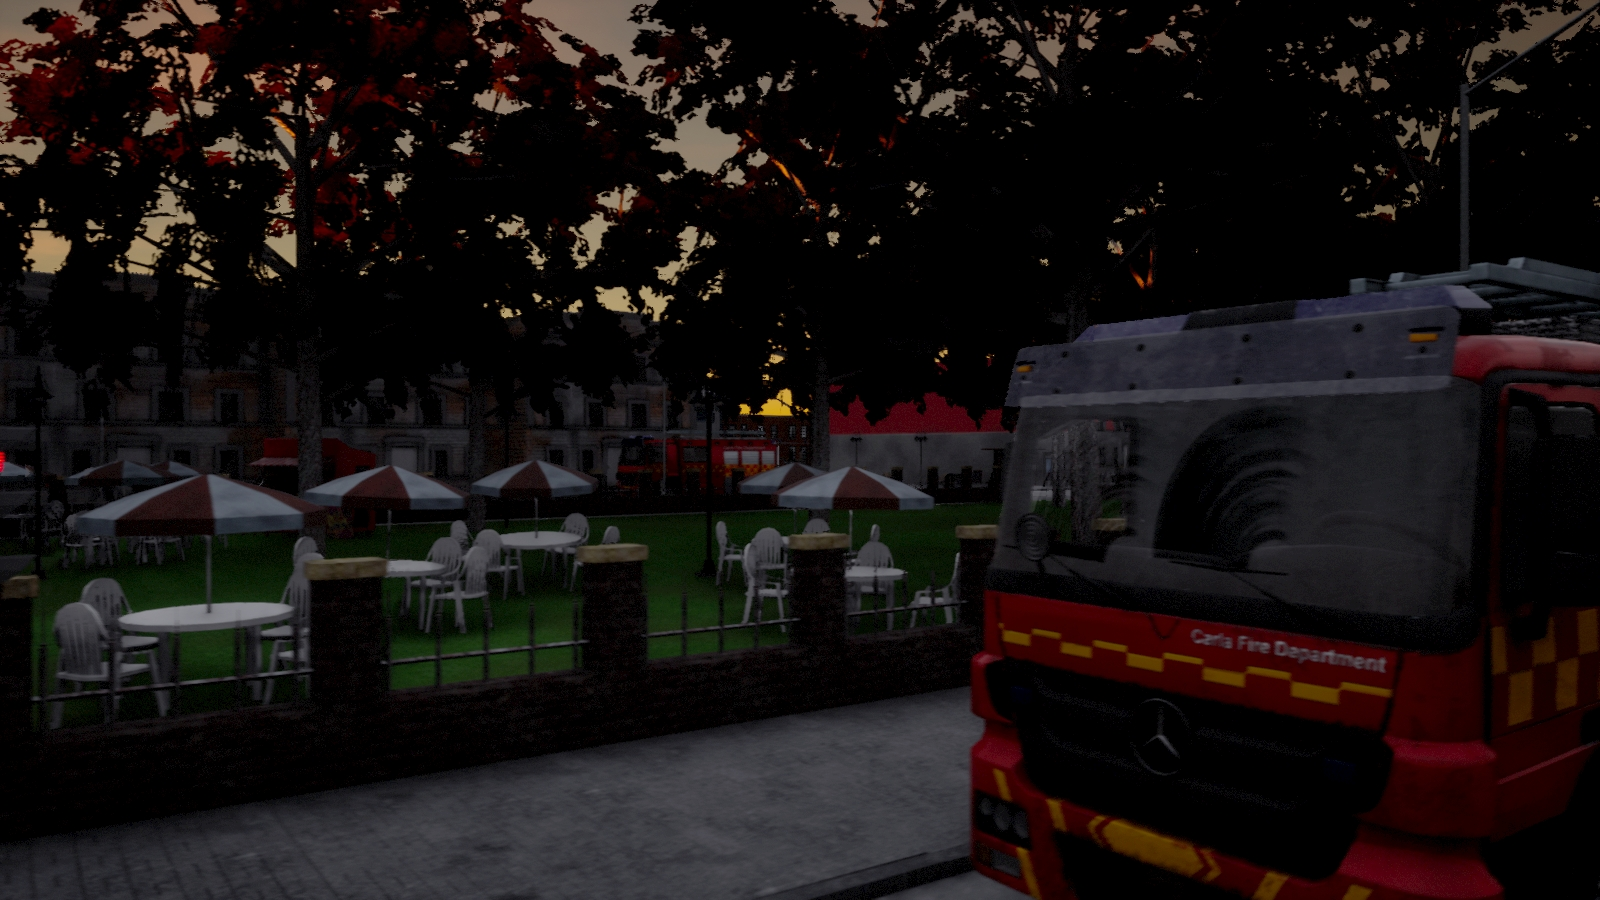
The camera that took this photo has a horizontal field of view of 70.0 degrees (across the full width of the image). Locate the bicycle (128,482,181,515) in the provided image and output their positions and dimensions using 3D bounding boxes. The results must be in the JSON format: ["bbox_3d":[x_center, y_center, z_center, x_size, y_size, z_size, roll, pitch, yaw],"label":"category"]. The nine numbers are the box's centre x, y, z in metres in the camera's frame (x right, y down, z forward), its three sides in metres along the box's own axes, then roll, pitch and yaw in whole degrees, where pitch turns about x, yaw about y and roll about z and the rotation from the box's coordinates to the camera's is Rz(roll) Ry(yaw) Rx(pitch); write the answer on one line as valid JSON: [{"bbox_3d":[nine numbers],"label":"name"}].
[{"bbox_3d":[-26.091,1.941,46.193,1.835,1.271,0.329,0,0,-35],"label":"bicycle"}]

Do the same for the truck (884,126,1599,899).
[{"bbox_3d":[4.792,0.671,8.003,8.468,3.827,2.891,0,0,-35],"label":"truck"}]

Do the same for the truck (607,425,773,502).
[{"bbox_3d":[-5.767,0.672,60.863,8.468,3.827,2.891,0,0,-35],"label":"truck"}]

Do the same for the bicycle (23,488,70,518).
[{"bbox_3d":[-29.034,2.037,44.034,1.487,1.080,0.859,0,0,-34],"label":"bicycle"}]

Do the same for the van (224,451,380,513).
[{"bbox_3d":[-21.495,1.316,49.438,5.915,2.561,1.988,0,0,-35],"label":"van"}]
